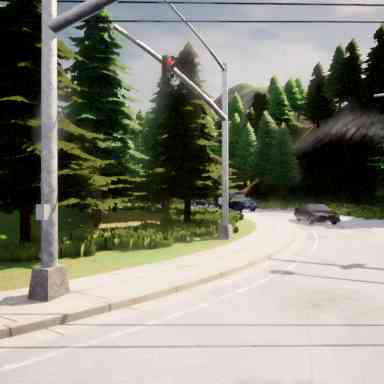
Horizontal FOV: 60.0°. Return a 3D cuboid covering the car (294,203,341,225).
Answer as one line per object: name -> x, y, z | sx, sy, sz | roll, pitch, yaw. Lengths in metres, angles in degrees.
car -> 9.026, 1.547, 24.506 | 2.033, 1.411, 5.357 | 0, 0, 2

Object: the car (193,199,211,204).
car -> 2.036, 1.505, 50.039 | 1.837, 1.490, 4.892 | 0, 0, -37

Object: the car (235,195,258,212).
car -> 5.245, 1.222, 38.683 | 2.150, 2.045, 5.566 | 0, 0, -29
